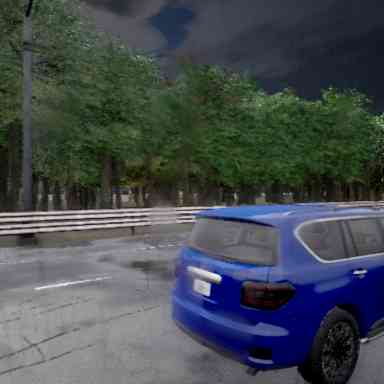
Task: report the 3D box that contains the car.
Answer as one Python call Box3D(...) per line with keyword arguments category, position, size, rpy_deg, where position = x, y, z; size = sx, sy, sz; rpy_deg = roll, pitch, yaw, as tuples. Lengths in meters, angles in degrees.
Box3D(category="car", position=(2.302, 1.224, 5.502), size=(5.566, 2.045, 2.150), rpy_deg=(0, 0, -35))
